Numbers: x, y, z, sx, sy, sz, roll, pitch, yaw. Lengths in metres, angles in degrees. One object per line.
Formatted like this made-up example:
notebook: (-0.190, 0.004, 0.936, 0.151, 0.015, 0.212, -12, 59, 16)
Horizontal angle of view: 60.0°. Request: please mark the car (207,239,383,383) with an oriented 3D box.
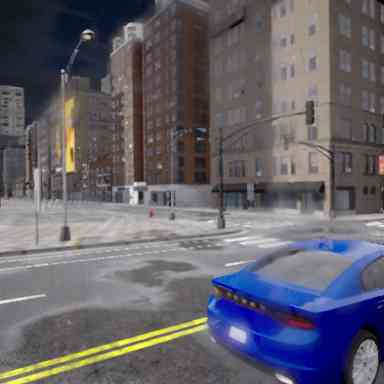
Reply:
car: (2.547, 1.494, 5.264, 5.008, 1.535, 1.882, 0, 0, -35)
